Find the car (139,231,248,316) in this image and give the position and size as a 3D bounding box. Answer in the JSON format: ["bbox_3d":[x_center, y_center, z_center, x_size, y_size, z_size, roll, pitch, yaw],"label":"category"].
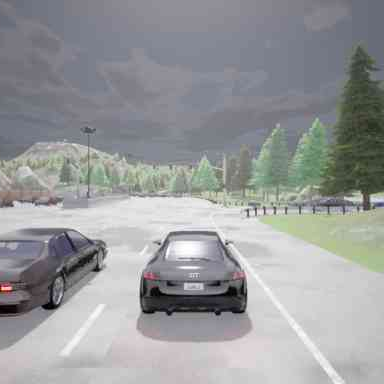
[{"bbox_3d":[0.026,1.563,7.606,1.994,1.385,4.181,0,0,0],"label":"car"}]

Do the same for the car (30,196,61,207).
[{"bbox_3d":[-21.571,1.379,49.215,1.812,1.442,4.674,0,0,-1],"label":"car"}]

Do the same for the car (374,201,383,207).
[{"bbox_3d":[24.454,1.374,39.608,5.008,1.535,1.882,0,0,12],"label":"car"}]

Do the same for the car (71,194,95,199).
[{"bbox_3d":[-21.675,1.317,66.268,2.033,1.411,5.357,0,0,-1],"label":"car"}]

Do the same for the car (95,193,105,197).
[{"bbox_3d":[-21.804,1.082,77.614,2.097,1.767,4.553,0,0,-1],"label":"car"}]

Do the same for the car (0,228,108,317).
[{"bbox_3d":[-3.474,1.547,7.754,2.033,1.411,5.357,0,0,0],"label":"car"}]

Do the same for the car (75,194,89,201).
[{"bbox_3d":[-25.291,1.255,76.726,1.812,1.442,4.674,0,0,-1],"label":"car"}]

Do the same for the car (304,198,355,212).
[{"bbox_3d":[15.635,1.397,37.498,4.902,1.511,2.128,0,0,7],"label":"car"}]

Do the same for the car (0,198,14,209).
[{"bbox_3d":[-25.017,1.446,43.224,1.994,1.385,4.181,0,0,-1],"label":"car"}]

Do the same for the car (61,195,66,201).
[{"bbox_3d":[-25.138,1.354,59.707,2.033,1.411,5.357,0,0,0],"label":"car"}]

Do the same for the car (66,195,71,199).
[{"bbox_3d":[-28.783,1.329,75.922,1.895,1.301,4.718,0,0,-1],"label":"car"}]

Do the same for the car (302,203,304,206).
[{"bbox_3d":[15.707,1.454,41.018,4.181,1.385,1.994,0,0,7],"label":"car"}]

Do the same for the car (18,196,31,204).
[{"bbox_3d":[-28.622,1.357,58.971,2.033,1.411,5.357,0,0,0],"label":"car"}]
